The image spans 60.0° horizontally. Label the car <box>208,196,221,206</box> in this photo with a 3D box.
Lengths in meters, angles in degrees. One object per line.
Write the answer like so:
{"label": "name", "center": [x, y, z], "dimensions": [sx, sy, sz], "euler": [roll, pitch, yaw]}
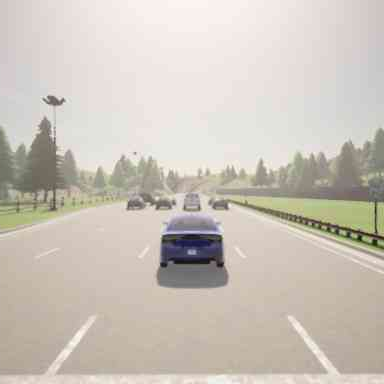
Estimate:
{"label": "car", "center": [3.507, 1.358, 52.303], "dimensions": [1.812, 1.442, 4.674], "euler": [0, 0, 0]}

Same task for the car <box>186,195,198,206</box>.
{"label": "car", "center": [0.007, 1.310, 52.304], "dimensions": [1.882, 1.535, 5.008], "euler": [0, 0, 0]}

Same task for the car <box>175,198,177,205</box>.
{"label": "car", "center": [-3.493, 1.396, 52.304], "dimensions": [1.994, 1.385, 4.181], "euler": [0, 0, 0]}

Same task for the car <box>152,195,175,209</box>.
{"label": "car", "center": [-3.495, 1.370, 41.885], "dimensions": [1.837, 1.490, 4.892], "euler": [0, 0, 0]}

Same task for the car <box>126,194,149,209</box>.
{"label": "car", "center": [-6.995, 1.370, 41.885], "dimensions": [1.837, 1.490, 4.892], "euler": [0, 0, 0]}

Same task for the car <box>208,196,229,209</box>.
{"label": "car", "center": [3.505, 1.357, 41.884], "dimensions": [2.128, 1.511, 4.902], "euler": [0, 0, 0]}

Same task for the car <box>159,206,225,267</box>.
{"label": "car", "center": [0.002, 1.441, 11.276], "dimensions": [1.882, 1.535, 5.008], "euler": [0, 0, 0]}

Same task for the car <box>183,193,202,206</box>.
{"label": "car", "center": [0.005, 1.087, 41.913], "dimensions": [2.150, 2.045, 5.566], "euler": [0, 0, 0]}

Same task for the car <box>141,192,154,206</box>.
{"label": "car", "center": [-6.993, 1.054, 52.334], "dimensions": [2.150, 2.045, 5.566], "euler": [0, 0, 0]}
